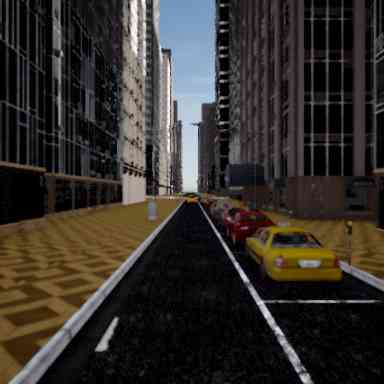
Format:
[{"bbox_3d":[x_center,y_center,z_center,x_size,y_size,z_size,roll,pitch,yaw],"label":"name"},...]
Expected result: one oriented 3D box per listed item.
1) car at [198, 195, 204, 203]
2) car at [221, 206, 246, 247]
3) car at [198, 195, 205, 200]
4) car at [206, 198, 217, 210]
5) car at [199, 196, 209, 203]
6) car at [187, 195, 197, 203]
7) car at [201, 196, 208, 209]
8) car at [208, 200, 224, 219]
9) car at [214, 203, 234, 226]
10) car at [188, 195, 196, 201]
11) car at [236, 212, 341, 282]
[{"bbox_3d":[2.567,1.497,65.070,1.752,1.417,4.829,0,0,0],"label":"car"},{"bbox_3d":[2.564,1.541,14.938,1.887,1.381,4.507,0,0,0],"label":"car"},{"bbox_3d":[2.568,1.493,92.656,1.887,1.381,4.507,0,0,0],"label":"car"},{"bbox_3d":[2.565,1.515,31.762,1.752,1.417,4.829,0,0,0],"label":"car"},{"bbox_3d":[2.567,1.519,70.451,2.008,1.369,4.403,0,0,0],"label":"car"},{"bbox_3d":[0.002,1.448,66.038,1.882,1.535,5.008,0,0,0],"label":"car"},{"bbox_3d":[2.566,1.530,42.694,1.887,1.381,4.507,0,0,0],"label":"car"},{"bbox_3d":[2.565,1.543,26.041,2.008,1.369,4.403,0,0,0],"label":"car"},{"bbox_3d":[2.565,1.577,20.489,1.802,1.307,4.206,0,0,0],"label":"car"},{"bbox_3d":[0.003,1.512,80.657,1.994,1.385,4.181,0,0,0],"label":"car"},{"bbox_3d":[2.564,1.524,9.557,1.752,1.417,4.829,0,0,0],"label":"car"}]
